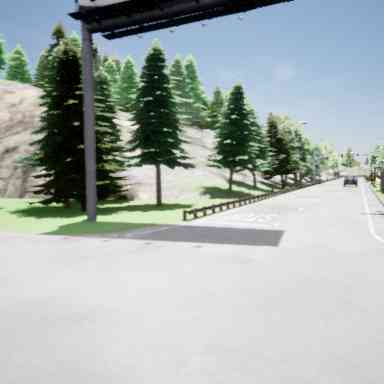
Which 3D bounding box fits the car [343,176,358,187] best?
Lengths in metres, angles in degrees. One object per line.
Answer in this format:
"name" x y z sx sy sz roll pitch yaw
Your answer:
"car" 25.808 -1.832 54.043 2.097 1.767 4.553 1 3 27
